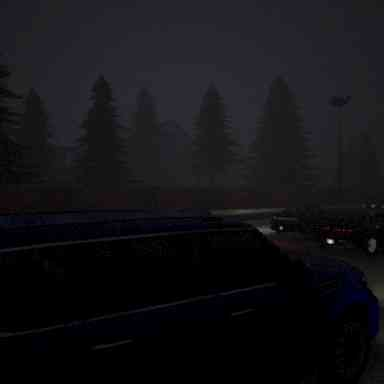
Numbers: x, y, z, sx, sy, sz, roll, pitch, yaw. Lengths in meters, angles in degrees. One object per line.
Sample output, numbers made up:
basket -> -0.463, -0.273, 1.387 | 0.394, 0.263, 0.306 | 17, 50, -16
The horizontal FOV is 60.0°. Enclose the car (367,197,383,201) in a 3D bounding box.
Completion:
car -> 16.535, 1.195, 28.422 | 4.553, 1.767, 2.097 | 0, 0, -35

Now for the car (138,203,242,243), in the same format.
car -> 0.012, 1.428, 16.652 | 5.008, 1.535, 1.882 | 0, 0, -35

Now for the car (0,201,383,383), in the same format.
car -> -0.254, 1.215, 3.586 | 5.566, 2.045, 2.150 | -1, 0, -35

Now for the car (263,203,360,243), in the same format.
car -> 6.068, 1.416, 16.665 | 4.902, 1.511, 2.128 | 0, 0, -35
